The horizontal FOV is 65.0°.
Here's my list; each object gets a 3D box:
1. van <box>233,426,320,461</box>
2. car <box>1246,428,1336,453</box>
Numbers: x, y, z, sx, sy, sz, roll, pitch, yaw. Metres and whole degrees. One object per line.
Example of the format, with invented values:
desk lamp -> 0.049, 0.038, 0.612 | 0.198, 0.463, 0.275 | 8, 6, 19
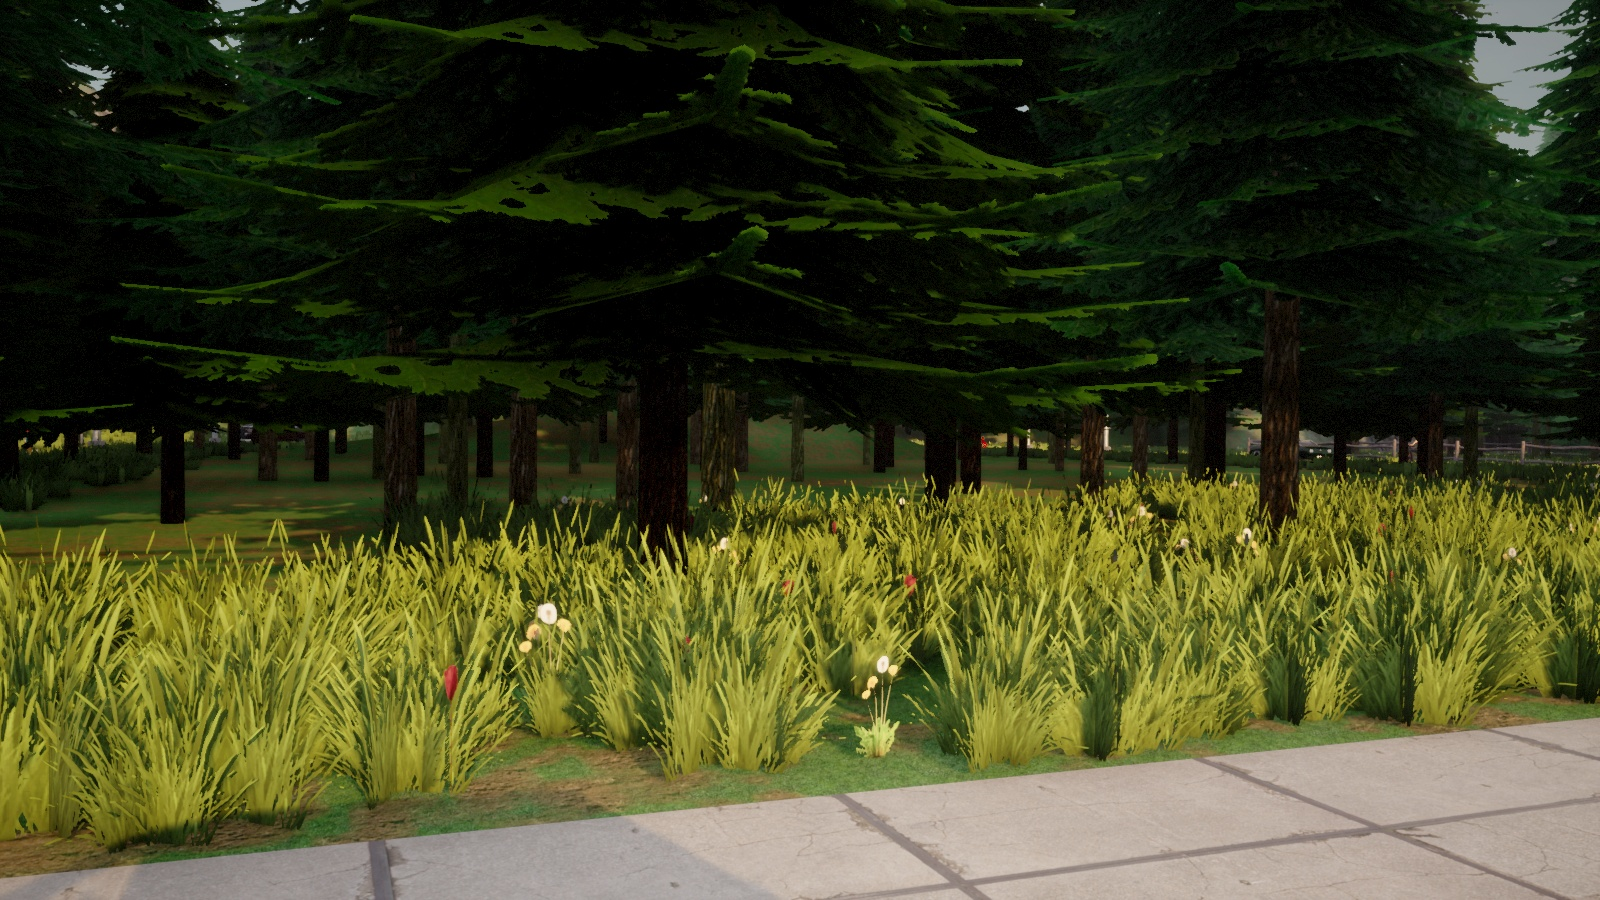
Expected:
van -> -32.401, -0.421, 77.776 | 2.069, 2.038, 4.480 | 0, 1, 45
car -> 26.716, -0.531, 68.480 | 1.895, 1.301, 4.718 | -1, 1, -20
